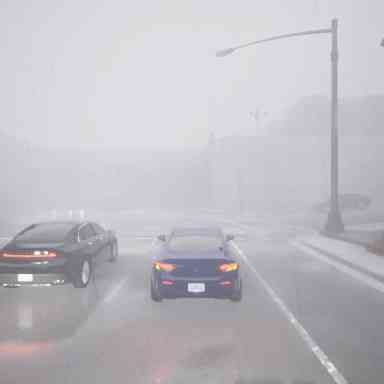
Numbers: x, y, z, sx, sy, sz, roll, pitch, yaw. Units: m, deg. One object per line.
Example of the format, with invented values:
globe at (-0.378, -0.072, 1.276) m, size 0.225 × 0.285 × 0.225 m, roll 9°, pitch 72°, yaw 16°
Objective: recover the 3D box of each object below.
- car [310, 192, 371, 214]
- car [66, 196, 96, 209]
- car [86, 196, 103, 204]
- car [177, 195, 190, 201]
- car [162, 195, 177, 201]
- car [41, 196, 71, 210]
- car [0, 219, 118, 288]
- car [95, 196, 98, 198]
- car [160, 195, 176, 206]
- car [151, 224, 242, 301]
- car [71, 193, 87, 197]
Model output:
car at (12.565, 0.891, 28.345) m, size 4.892 × 1.490 × 1.837 m, roll -7°, pitch 0°, yaw 0°
car at (-14.658, 1.601, 44.271) m, size 1.895 × 1.301 × 4.718 m, roll 0°, pitch 0°, yaw -1°
car at (-18.532, 1.505, 63.622) m, size 1.837 × 1.490 × 4.892 m, roll 0°, pitch 0°, yaw -1°
car at (-2.188, 1.524, 84.648) m, size 1.812 × 1.442 × 4.674 m, roll 0°, pitch 0°, yaw 24°
car at (-5.712, 1.552, 85.254) m, size 1.994 × 1.385 × 4.181 m, roll 0°, pitch 0°, yaw 24°
car at (-18.150, 1.352, 43.907) m, size 2.097 × 1.767 × 4.553 m, roll 0°, pitch 0°, yaw -1°
car at (-3.391, 1.505, 9.212) m, size 1.837 × 1.490 × 4.892 m, roll 0°, pitch 0°, yaw 0°
car at (-14.862, 1.477, 53.680) m, size 1.882 × 1.535 × 5.008 m, roll 0°, pitch 0°, yaw -1°
car at (-4.230, 1.352, 56.193) m, size 2.097 × 1.767 × 4.553 m, roll 0°, pitch 0°, yaw -1°
car at (0.098, 1.526, 8.195) m, size 1.812 × 1.442 × 4.674 m, roll 0°, pitch 0°, yaw 0°
car at (-18.357, 1.221, 53.473) m, size 2.150 × 2.045 × 5.566 m, roll 0°, pitch 0°, yaw -1°
